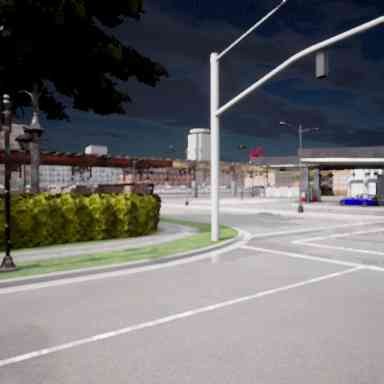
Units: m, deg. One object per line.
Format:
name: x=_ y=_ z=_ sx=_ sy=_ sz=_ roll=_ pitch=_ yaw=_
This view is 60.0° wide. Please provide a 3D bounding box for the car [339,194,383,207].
car: x=21.808 y=1.053 z=43.735 sx=2.242 sy=1.667 sz=4.611 roll=0 pitch=0 yaw=-35
